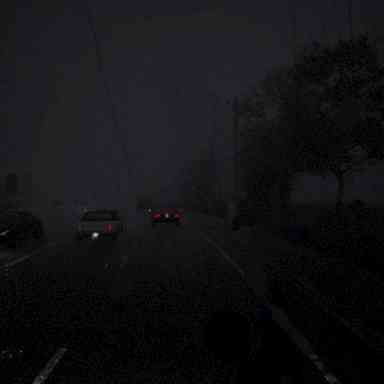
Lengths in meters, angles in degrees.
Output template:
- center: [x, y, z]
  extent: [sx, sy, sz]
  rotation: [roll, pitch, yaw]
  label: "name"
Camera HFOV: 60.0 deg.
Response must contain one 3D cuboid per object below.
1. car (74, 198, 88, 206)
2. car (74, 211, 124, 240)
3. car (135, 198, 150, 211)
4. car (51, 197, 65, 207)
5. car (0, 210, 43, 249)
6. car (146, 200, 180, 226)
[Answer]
- center: [-18.313, 1.621, 54.817]
  extent: [1.994, 1.385, 4.181]
  rotation: [0, 0, -22]
  label: "car"
- center: [-4.593, 1.623, 17.096]
  extent: [1.895, 1.301, 4.718]
  rotation: [0, 0, -7]
  label: "car"
- center: [-5.961, 1.538, 41.065]
  extent: [2.128, 1.511, 4.902]
  rotation: [0, 0, -16]
  label: "car"
- center: [-21.524, 1.531, 53.442]
  extent: [1.882, 1.535, 5.008]
  rotation: [0, 0, -22]
  label: "car"
- center: [-8.054, 1.549, 14.728]
  extent: [1.812, 1.442, 4.674]
  rotation: [0, 0, -7]
  label: "car"
- center: [-2.016, 1.573, 23.725]
  extent: [2.033, 1.411, 5.357]
  rotation: [0, 0, -10]
  label: "car"
